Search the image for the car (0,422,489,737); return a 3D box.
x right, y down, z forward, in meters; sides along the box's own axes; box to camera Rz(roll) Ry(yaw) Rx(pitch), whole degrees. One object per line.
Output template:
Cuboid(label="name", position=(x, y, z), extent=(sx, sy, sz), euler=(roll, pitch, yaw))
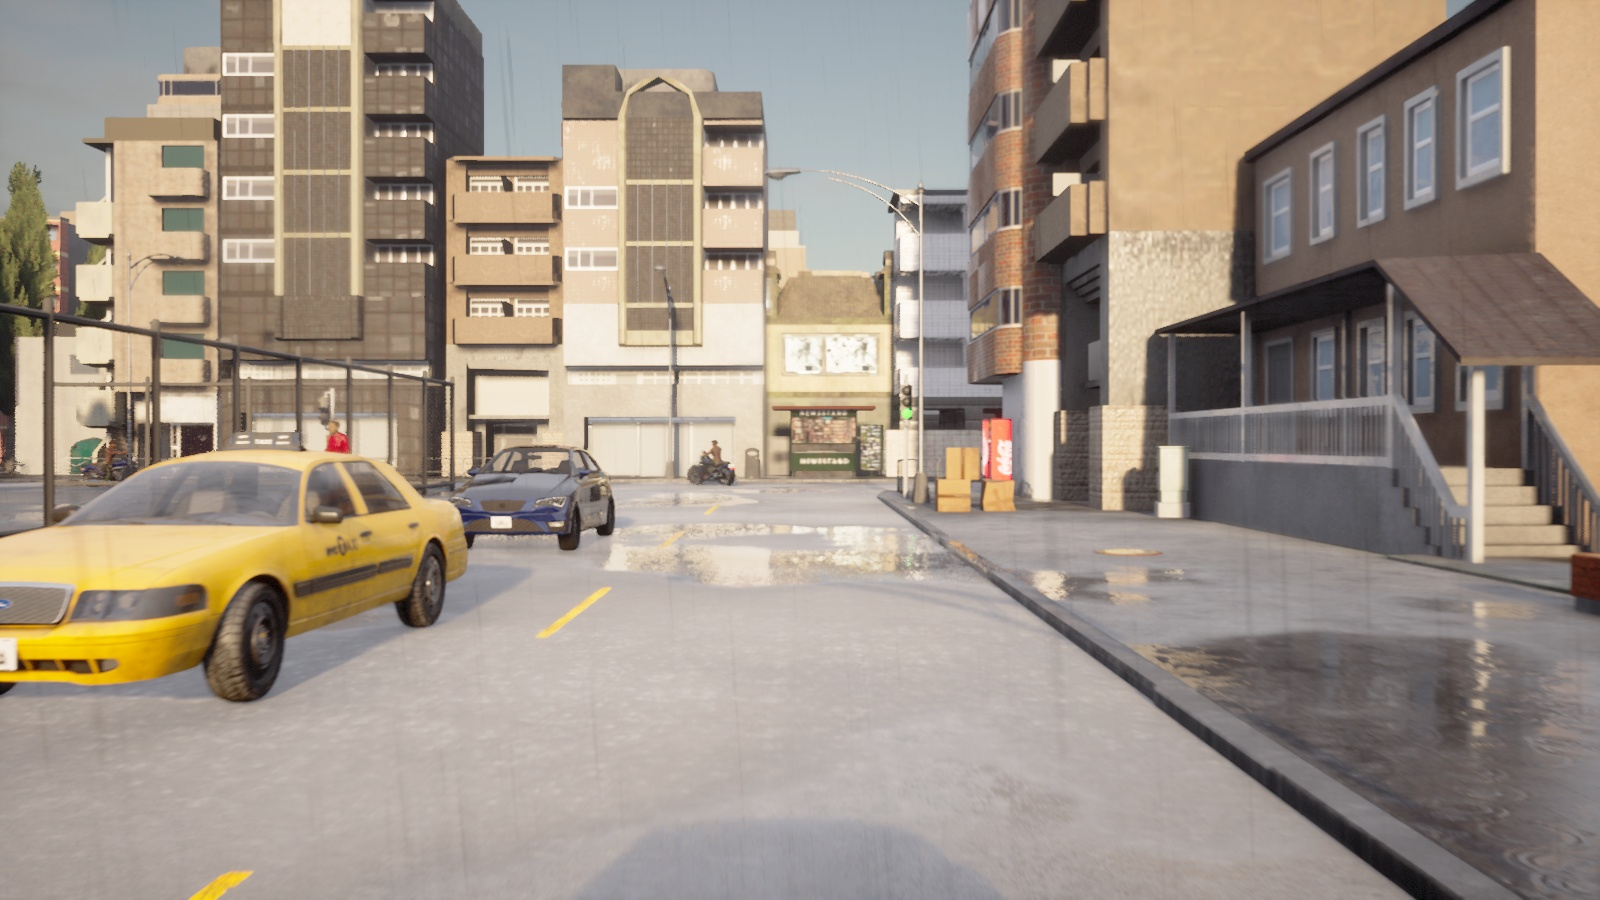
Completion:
Cuboid(label="car", position=(-3.905, 0.632, 8.988), extent=(1.801, 1.575, 5.366), euler=(0, 0, 3))

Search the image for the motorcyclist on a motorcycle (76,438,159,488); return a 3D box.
Cuboid(label="motorcyclist on a motorcycle", position=(-22.799, 0.443, 41.974), extent=(2.350, 1.649, 0.766), euler=(0, 0, 0))

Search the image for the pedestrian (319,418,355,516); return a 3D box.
Cuboid(label="pedestrian", position=(-8.859, 0.314, 24.024), extent=(0.331, 1.846, 0.636), euler=(0, 0, 16))

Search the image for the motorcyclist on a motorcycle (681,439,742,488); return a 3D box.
Cuboid(label="motorcyclist on a motorcycle", position=(-3.114, 0.448, 43.752), extent=(0.766, 1.649, 2.350), euler=(-2, 2, -44))

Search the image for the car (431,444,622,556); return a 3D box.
Cuboid(label="car", position=(-3.916, 0.652, 18.698), extent=(1.816, 1.474, 4.193), euler=(0, 0, 2))
